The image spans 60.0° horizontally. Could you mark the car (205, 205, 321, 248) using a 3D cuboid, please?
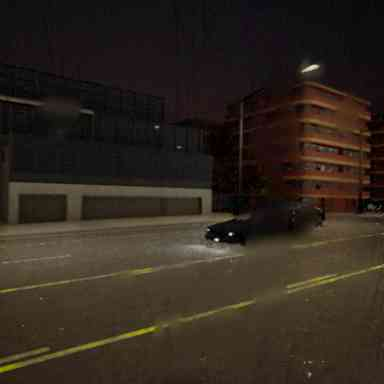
[{"bbox_3d":[3.152,1.513,14.837,5.357,1.411,2.033,0,0,-35],"label":"car"}]

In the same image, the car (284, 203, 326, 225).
[{"bbox_3d":[6.630,1.481,21.502,4.902,1.511,2.128,1,0,-35],"label":"car"}]
